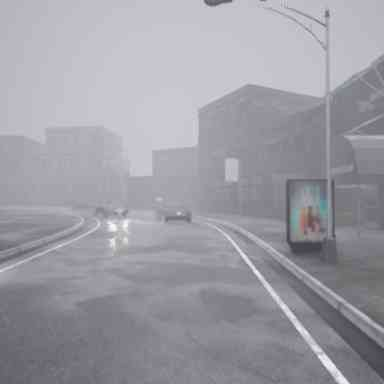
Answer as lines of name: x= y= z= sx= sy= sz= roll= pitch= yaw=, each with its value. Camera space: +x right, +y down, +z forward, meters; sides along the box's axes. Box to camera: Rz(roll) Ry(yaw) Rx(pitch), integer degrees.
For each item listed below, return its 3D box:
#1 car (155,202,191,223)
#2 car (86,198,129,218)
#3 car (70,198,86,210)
car: x=-1.465 y=1.440 z=24.562 sx=1.994 sy=1.385 sz=4.181 roll=1 pitch=0 yaw=-16
car: x=-6.848 y=1.328 z=27.788 sx=2.128 sy=1.511 sz=4.902 roll=1 pitch=0 yaw=-32
car: x=-12.076 y=1.415 z=38.221 sx=4.181 sy=1.385 sz=1.994 roll=0 pitch=-1 yaw=34
